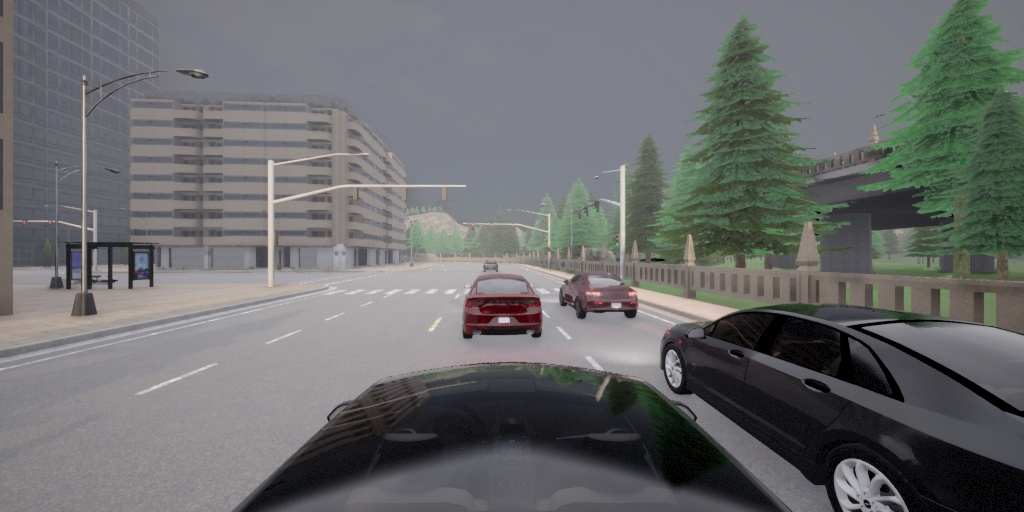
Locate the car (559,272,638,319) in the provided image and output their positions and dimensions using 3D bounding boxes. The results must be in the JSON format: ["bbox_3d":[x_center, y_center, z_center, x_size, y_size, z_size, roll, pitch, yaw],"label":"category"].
[{"bbox_3d":[2.920,1.276,12.753,1.812,1.442,4.674,0,0,-3],"label":"car"}]

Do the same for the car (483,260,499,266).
[{"bbox_3d":[-2.720,1.242,45.920,2.128,1.511,4.902,0,0,-4],"label":"car"}]

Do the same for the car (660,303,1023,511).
[{"bbox_3d":[3.257,1.255,3.763,1.837,1.490,4.892,0,0,0],"label":"car"}]

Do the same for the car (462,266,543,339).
[{"bbox_3d":[-0.342,1.228,10.178,1.882,1.535,5.008,0,0,-4],"label":"car"}]
